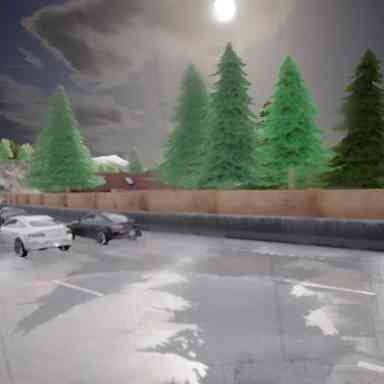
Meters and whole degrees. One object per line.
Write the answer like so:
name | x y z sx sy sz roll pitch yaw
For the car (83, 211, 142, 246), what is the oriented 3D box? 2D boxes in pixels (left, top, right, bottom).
car | -4.373 1.659 16.161 4.674 1.442 1.812 0 0 41

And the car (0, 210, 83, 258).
car | -6.591 1.662 13.452 4.674 1.442 1.812 0 0 41

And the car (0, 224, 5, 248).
car | -7.777 1.672 9.836 5.357 1.411 2.033 -1 0 40

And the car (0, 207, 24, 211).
car | -13.339 1.807 24.351 2.033 1.411 5.357 0 0 -44
